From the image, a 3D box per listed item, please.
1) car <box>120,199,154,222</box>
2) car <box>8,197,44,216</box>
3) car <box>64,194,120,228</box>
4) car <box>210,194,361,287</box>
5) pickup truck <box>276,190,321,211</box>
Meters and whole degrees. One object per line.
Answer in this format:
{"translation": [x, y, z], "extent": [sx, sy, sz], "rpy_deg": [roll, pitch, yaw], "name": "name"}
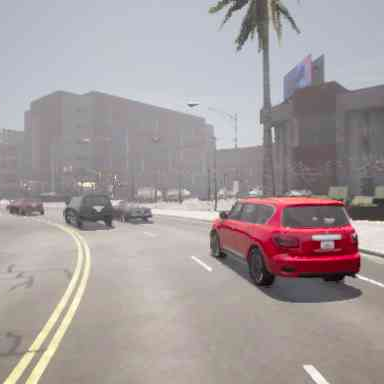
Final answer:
{"translation": [-4.892, 1.463, 25.412], "extent": [2.033, 1.411, 5.357], "rpy_deg": [-1, 0, -34], "name": "car"}
{"translation": [-16.423, 1.310, 32.824], "extent": [4.553, 1.767, 2.097], "rpy_deg": [0, 0, 44], "name": "car"}
{"translation": [-6.914, 1.166, 22.006], "extent": [2.150, 2.045, 5.566], "rpy_deg": [0, 0, -31], "name": "car"}
{"translation": [2.181, 1.164, 9.430], "extent": [2.150, 2.045, 5.566], "rpy_deg": [0, 0, -13], "name": "car"}
{"translation": [11.844, 0.846, 36.573], "extent": [2.390, 2.098, 6.274], "rpy_deg": [0, 0, 42], "name": "pickup truck"}
